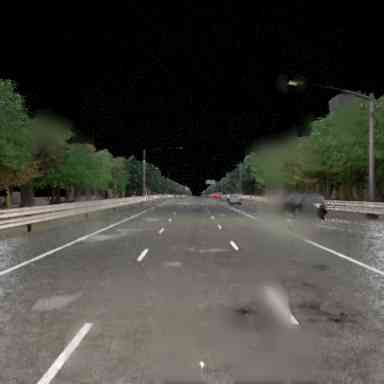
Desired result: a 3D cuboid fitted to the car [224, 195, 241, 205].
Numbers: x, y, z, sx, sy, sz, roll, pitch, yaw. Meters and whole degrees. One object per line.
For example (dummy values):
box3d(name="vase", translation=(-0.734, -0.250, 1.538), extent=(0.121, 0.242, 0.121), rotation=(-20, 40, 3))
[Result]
box3d(name="car", translation=(7.013, 1.463, 56.247), extent=(1.994, 1.385, 4.181), rotation=(0, 0, 0))

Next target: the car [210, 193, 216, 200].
box3d(name="car", translation=(7.166, 1.185, 94.748), extent=(2.150, 2.045, 5.566), rotation=(0, 0, 0))

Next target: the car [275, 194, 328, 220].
box3d(name="car", translation=(9.042, 1.179, 27.905), extent=(2.150, 2.045, 5.566), rotation=(0, 0, -11))

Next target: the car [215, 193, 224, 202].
box3d(name="car", translation=(7.078, 1.412, 74.742), extent=(2.128, 1.511, 4.902), rotation=(0, 0, 0))
